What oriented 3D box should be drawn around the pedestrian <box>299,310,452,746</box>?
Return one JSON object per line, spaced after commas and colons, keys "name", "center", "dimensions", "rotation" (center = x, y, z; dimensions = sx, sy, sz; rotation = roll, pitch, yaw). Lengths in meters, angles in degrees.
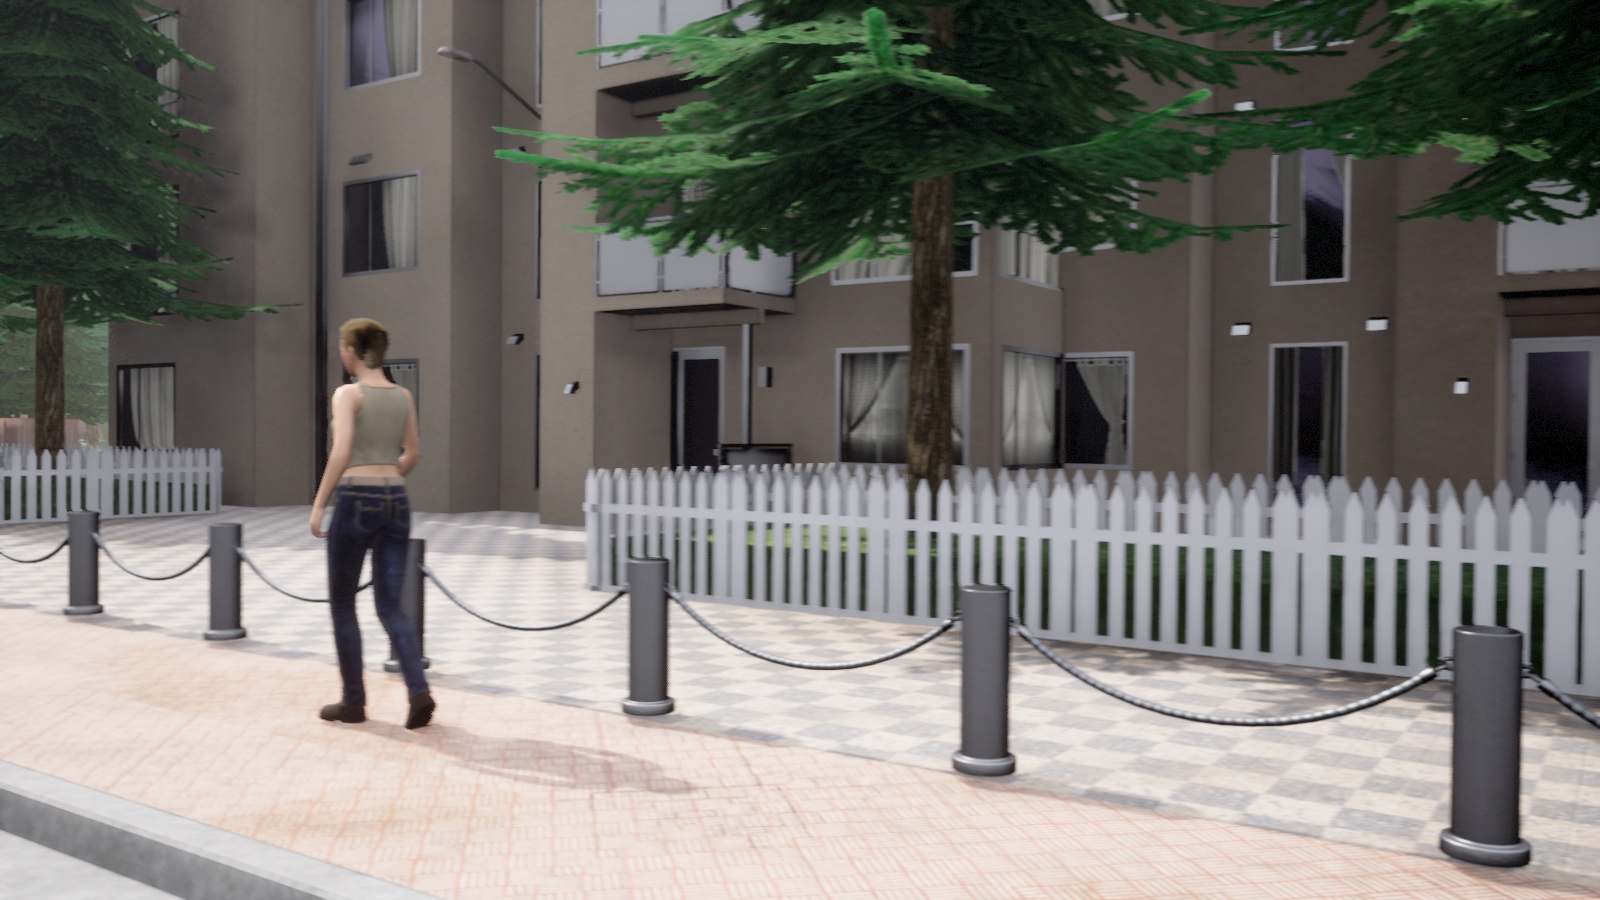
{"name": "pedestrian", "center": [-1.893, 0.328, 5.597], "dimensions": [0.594, 1.836, 0.345], "rotation": [0, 1, 37]}
